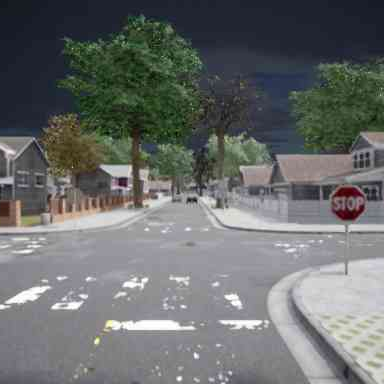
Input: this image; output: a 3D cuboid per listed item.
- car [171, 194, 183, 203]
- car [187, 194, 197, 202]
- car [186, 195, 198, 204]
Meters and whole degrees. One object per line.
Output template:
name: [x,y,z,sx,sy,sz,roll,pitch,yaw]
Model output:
car: [-2.757,1.169,61.334,1.837,1.490,4.892,0,0,0]
car: [-0.008,1.198,67.584,1.994,1.385,4.181,0,0,0]
car: [-0.007,1.163,57.164,1.882,1.535,5.008,0,0,0]
